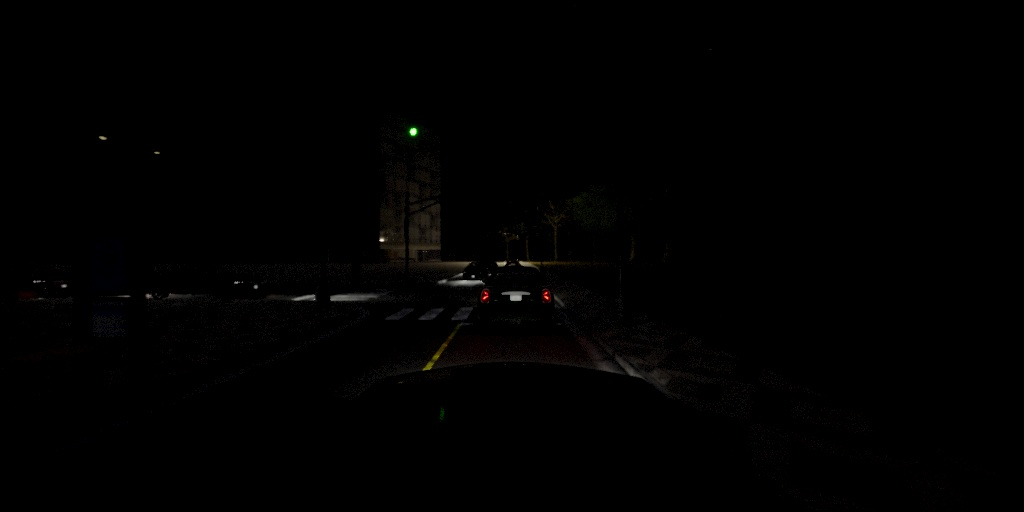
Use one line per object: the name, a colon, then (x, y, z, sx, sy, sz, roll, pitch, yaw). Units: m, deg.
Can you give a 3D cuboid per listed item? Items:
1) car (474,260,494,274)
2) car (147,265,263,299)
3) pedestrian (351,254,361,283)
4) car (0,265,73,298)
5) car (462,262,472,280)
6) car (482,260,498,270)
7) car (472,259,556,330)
car: (-3.090, 1.182, 40.897, 1.837, 1.490, 4.892, 0, 0, 0)
car: (-14.538, 1.193, 17.003, 4.902, 1.511, 2.128, 0, 1, 2)
pedestrian: (-10.083, 0.798, 23.123, 0.375, 1.860, 0.375, 0, 0, 1)
car: (-23.911, 1.166, 17.241, 4.902, 1.511, 2.128, 0, 1, 1)
car: (-3.098, 1.245, 31.111, 2.033, 1.411, 5.357, 0, 0, 0)
car: (-3.074, 1.218, 50.942, 1.994, 1.385, 4.181, 0, 0, -1)
car: (0.102, 1.088, 11.249, 2.097, 1.767, 4.553, 0, 0, 0)
